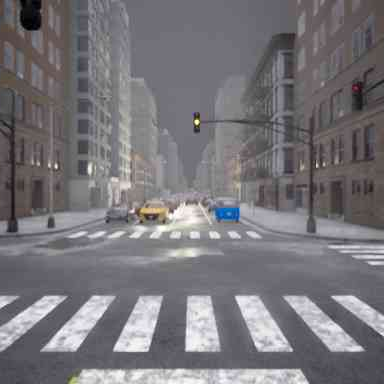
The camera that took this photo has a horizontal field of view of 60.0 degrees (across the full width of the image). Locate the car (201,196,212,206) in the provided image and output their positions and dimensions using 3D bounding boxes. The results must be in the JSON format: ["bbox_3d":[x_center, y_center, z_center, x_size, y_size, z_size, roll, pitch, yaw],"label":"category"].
[{"bbox_3d":[2.619,1.593,48.139,1.802,1.307,4.206,0,0,0],"label":"car"}]

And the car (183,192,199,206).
[{"bbox_3d":[-0.022,1.360,55.513,2.097,1.767,4.553,0,0,0],"label":"car"}]

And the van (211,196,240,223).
[{"bbox_3d":[2.627,1.349,25.414,1.690,1.788,3.998,0,0,0],"label":"van"}]

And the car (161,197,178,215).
[{"bbox_3d":[-2.814,1.574,34.636,1.994,1.385,4.181,0,0,0],"label":"car"}]

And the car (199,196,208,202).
[{"bbox_3d":[2.608,1.551,76.546,2.008,1.369,4.403,0,0,0],"label":"car"}]

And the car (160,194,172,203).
[{"bbox_3d":[-5.415,1.317,70.857,2.192,1.841,5.009,0,0,0],"label":"car"}]

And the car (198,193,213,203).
[{"bbox_3d":[2.617,1.324,53.821,2.192,1.841,5.009,0,0,0],"label":"car"}]

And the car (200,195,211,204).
[{"bbox_3d":[2.613,1.445,65.183,1.967,1.590,4.097,0,0,0],"label":"car"}]

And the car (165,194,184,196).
[{"bbox_3d":[-2.809,1.502,50.406,2.128,1.511,4.902,0,0,1],"label":"car"}]

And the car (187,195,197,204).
[{"bbox_3d":[-0.025,1.482,65.545,1.882,1.535,5.008,0,0,0],"label":"car"}]

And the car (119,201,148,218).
[{"bbox_3d":[-5.400,1.554,31.084,1.887,1.381,4.507,0,0,0],"label":"car"}]

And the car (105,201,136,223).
[{"bbox_3d":[-5.398,1.558,25.402,2.008,1.369,4.403,0,0,0],"label":"car"}]

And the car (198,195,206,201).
[{"bbox_3d":[2.604,1.561,87.908,1.947,1.339,4.313,0,0,0],"label":"car"}]

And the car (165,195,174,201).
[{"bbox_3d":[-5.419,1.438,82.221,1.967,1.590,4.097,0,0,0],"label":"car"}]

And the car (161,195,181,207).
[{"bbox_3d":[-2.802,1.537,43.393,1.812,1.442,4.674,0,0,1],"label":"car"}]

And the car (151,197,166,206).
[{"bbox_3d":[-5.408,1.575,53.812,1.947,1.339,4.313,0,0,0],"label":"car"}]

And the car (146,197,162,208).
[{"bbox_3d":[-5.406,1.536,47.960,1.752,1.417,4.829,0,0,0],"label":"car"}]

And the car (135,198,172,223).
[{"bbox_3d":[-2.842,1.485,25.686,1.882,1.535,5.008,0,0,0],"label":"car"}]

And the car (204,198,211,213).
[{"bbox_3d":[2.623,1.593,36.776,1.802,1.307,4.206,0,0,0],"label":"car"}]
